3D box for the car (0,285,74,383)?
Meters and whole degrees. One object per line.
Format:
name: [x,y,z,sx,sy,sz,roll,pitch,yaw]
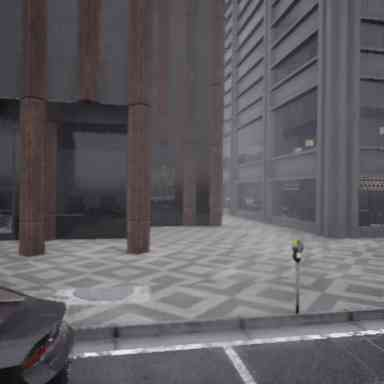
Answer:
car: [-3.351,1.488,2.860,4.403,1.369,2.008,1,0,-11]
